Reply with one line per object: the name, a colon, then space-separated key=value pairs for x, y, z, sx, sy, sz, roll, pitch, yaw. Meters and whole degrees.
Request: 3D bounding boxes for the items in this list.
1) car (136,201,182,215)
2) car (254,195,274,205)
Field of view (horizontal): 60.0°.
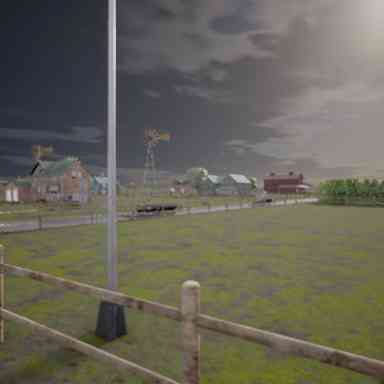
car: x=-2.930 y=1.453 z=31.220 sx=1.895 sy=1.301 sz=4.718 roll=0 pitch=0 yaw=34
car: x=11.315 y=1.228 z=52.014 sx=2.128 sy=1.511 sz=4.902 roll=0 pitch=0 yaw=35
